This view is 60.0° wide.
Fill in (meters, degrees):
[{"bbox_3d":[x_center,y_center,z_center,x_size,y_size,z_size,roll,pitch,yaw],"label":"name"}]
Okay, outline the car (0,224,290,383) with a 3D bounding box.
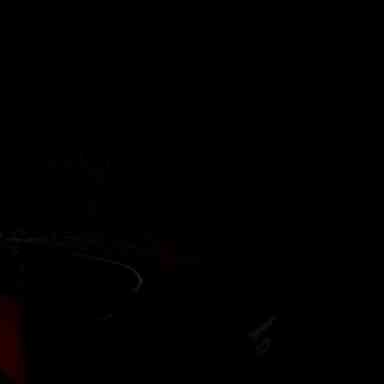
[{"bbox_3d":[-1.375,1.346,4.044,5.009,1.841,2.192,-1,0,35],"label":"car"}]
